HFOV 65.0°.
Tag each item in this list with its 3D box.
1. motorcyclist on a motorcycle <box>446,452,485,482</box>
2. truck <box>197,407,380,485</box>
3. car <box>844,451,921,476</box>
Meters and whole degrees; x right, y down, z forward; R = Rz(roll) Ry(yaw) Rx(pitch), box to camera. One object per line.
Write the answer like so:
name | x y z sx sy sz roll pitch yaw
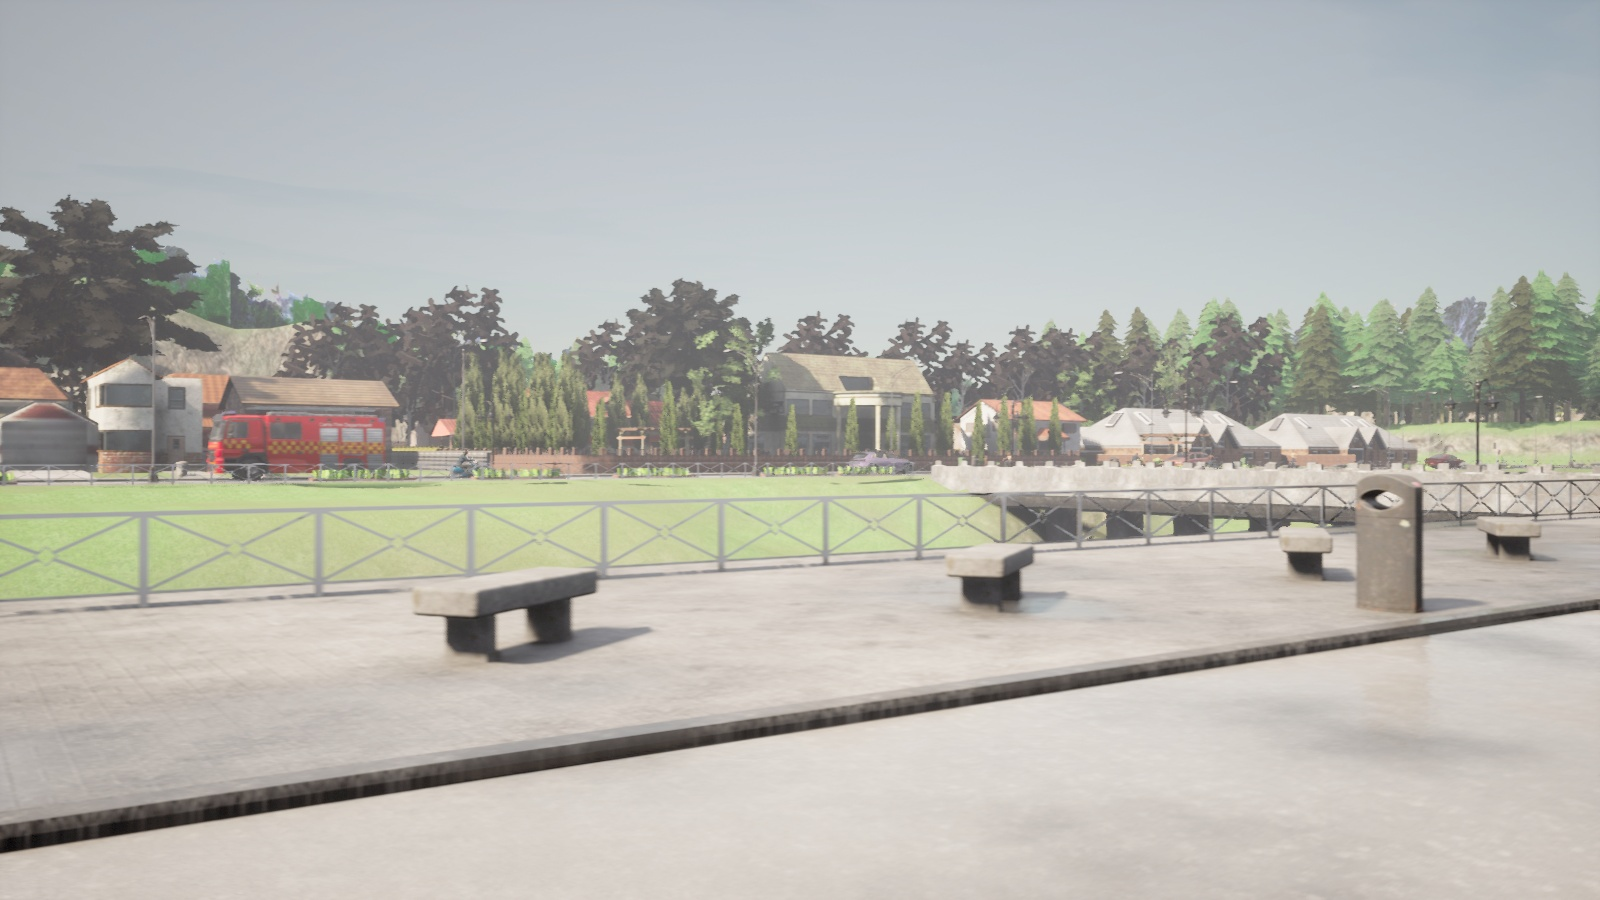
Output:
motorcyclist on a motorcycle | -17.835 0.900 67.023 1.817 1.590 0.866 0 0 -35
truck | -26.691 -0.202 65.740 8.468 3.827 2.891 0 0 -35
car | 5.483 0.867 83.246 4.856 1.649 2.033 0 0 -35
